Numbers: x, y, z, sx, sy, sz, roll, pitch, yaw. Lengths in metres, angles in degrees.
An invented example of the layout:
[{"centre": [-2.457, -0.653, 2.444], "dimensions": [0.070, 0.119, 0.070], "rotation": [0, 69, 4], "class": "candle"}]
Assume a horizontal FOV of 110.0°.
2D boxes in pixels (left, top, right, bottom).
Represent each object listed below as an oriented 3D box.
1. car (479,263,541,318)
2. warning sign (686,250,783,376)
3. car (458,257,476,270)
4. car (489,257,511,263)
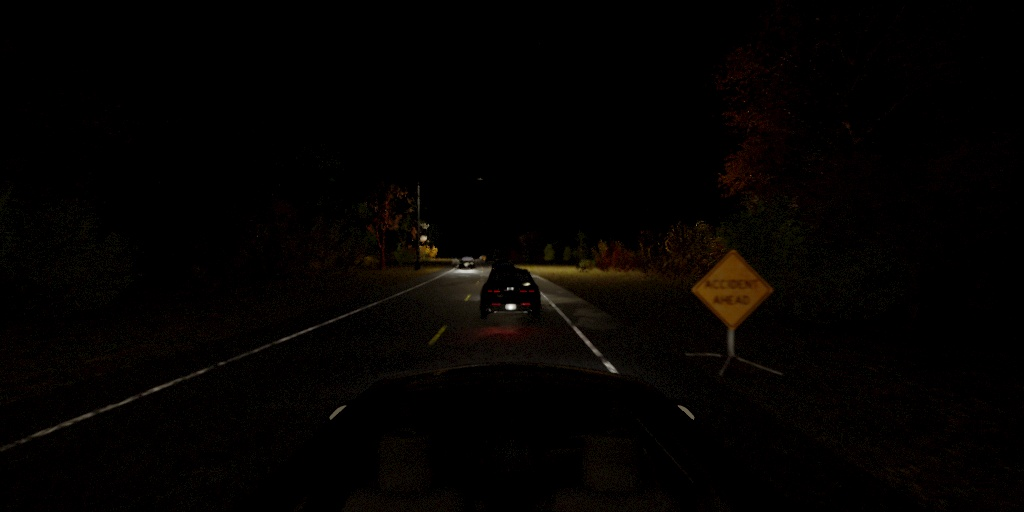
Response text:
[{"centre": [-0.080, 1.157, 12.474], "dimensions": [1.837, 1.490, 4.892], "rotation": [0, 0, -1], "class": "car"}, {"centre": [3.531, 0.825, 5.804], "dimensions": [1.300, 1.860, 1.060], "rotation": [0, 0, -1], "class": "warning sign"}, {"centre": [-5.526, 0.843, 44.268], "dimensions": [2.128, 1.511, 4.902], "rotation": [0, 1, -5], "class": "car"}, {"centre": [-0.716, 1.026, 28.561], "dimensions": [1.812, 1.442, 4.674], "rotation": [0, 1, -3], "class": "car"}]
